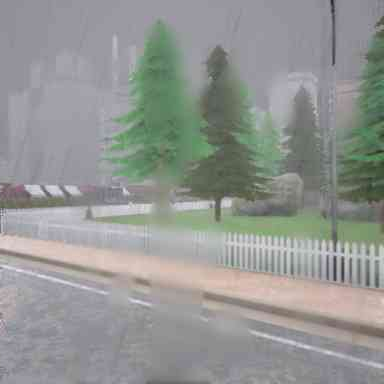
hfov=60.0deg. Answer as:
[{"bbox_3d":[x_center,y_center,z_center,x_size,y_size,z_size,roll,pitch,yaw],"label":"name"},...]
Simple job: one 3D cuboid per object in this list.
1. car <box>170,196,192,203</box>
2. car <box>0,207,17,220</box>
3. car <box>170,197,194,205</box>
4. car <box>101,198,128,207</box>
[{"bbox_3d":[-2.102,1.417,63.877,1.895,1.301,4.718,0,0,34],"label":"car"},{"bbox_3d":[-15.522,1.576,25.114,1.994,1.385,4.181,0,0,30],"label":"car"},{"bbox_3d":[-1.664,1.562,58.354,2.033,1.411,5.357,0,0,35],"label":"car"},{"bbox_3d":[-11.592,1.580,50.030,1.994,1.385,4.181,0,0,34],"label":"car"}]
